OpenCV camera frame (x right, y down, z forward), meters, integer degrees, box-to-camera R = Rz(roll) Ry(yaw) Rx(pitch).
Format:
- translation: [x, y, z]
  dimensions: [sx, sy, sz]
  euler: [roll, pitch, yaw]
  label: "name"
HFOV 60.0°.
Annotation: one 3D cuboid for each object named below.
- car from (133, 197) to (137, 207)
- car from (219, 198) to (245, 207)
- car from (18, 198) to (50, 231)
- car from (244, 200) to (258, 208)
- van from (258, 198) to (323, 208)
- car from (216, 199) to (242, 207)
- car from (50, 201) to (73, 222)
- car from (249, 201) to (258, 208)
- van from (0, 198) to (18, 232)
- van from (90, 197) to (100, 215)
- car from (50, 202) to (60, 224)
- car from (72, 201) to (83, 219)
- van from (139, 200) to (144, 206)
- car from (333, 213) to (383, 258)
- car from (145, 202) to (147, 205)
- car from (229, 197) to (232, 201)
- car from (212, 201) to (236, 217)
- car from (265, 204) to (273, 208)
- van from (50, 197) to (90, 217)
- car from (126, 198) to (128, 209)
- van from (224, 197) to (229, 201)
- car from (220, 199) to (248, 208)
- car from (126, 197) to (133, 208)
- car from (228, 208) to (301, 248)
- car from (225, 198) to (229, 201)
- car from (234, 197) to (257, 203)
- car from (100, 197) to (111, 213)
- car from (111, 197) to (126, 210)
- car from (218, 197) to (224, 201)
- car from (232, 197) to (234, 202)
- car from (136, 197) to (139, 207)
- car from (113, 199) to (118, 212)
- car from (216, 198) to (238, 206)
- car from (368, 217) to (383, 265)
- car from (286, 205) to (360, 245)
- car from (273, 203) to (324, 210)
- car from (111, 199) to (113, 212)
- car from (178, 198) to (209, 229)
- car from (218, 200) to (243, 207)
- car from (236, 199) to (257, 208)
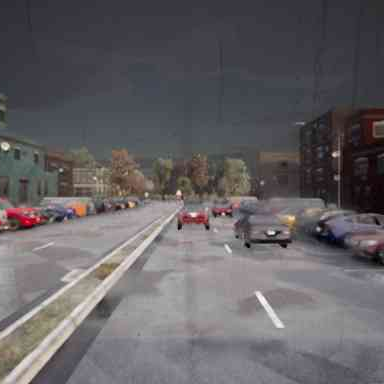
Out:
- translation: [-12.517, 2.088, 57.114]
  dimensions: [5.008, 1.535, 2.097]
  euler: [0, -1, 0]
  label: "car"
- translation: [7.611, 2.043, 63.680]
  dimensions: [4.553, 1.767, 2.185]
  euler: [0, -1, 0]
  label: "car"
- translation: [-12.524, 1.384, 21.115]
  dimensions: [5.566, 2.045, 2.435]
  euler: [0, -1, 0]
  label: "car"
- translation: [7.635, 1.750, 30.591]
  dimensions: [4.892, 1.521, 2.231]
  euler: [0, -1, 0]
  label: "car"
- translation: [7.523, 1.463, 24.956]
  dimensions: [4.442, 1.987, 1.878]
  euler: [0, -1, 0]
  label: "van"
- translation: [7.648, 2.230, 69.192]
  dimensions: [5.008, 1.535, 2.097]
  euler: [0, -1, 0]
  label: "car"
- translation: [-12.518, 1.723, 26.671]
  dimensions: [4.792, 1.488, 2.163]
  euler: [0, -1, 0]
  label: "car"
- translation: [7.635, 1.720, 27.835]
  dimensions: [4.892, 1.521, 2.231]
  euler: [0, -1, 0]
  label: "car"
- translation: [-12.438, 1.383, 18.337]
  dimensions: [4.442, 1.987, 1.878]
  euler: [0, -1, 0]
  label: "van"
- translation: [-12.424, 1.564, 35.009]
  dimensions: [4.442, 1.987, 1.878]
  euler: [0, -1, 0]
  label: "van"
- translation: [-12.544, 1.666, 23.893]
  dimensions: [4.892, 1.521, 2.231]
  euler: [0, -1, 0]
  label: "car"
- translation: [-12.543, 1.763, 29.325]
  dimensions: [4.674, 1.452, 2.002]
  euler: [0, -1, 0]
  label: "car"
- translation: [-12.399, 1.976, 65.456]
  dimensions: [4.442, 1.987, 1.878]
  euler: [0, -1, 0]
  label: "van"
- translation: [7.643, 1.604, 11.292]
  dimensions: [4.674, 1.452, 2.002]
  euler: [0, 0, 0]
  label: "car"
- translation: [-12.479, 2.307, 73.796]
  dimensions: [4.792, 1.488, 2.163]
  euler: [0, 0, 0]
  label: "car"
- translation: [7.673, 1.787, 44.377]
  dimensions: [4.553, 1.767, 2.185]
  euler: [0, -1, 0]
  label: "car"
- translation: [3.095, 1.920, 35.142]
  dimensions: [1.895, 1.301, 4.718]
  euler: [0, -1, 0]
  label: "car"
- translation: [7.638, 1.703, 22.320]
  dimensions: [4.674, 1.452, 2.002]
  euler: [0, -1, 0]
  label: "car"
- translation: [-12.660, 1.531, 32.232]
  dimensions: [4.442, 1.987, 1.878]
  euler: [0, -1, 0]
  label: "van"
- translation: [-12.715, 1.969, 48.902]
  dimensions: [5.366, 1.575, 1.946]
  euler: [0, -1, 0]
  label: "car"
- translation: [7.525, 1.760, 49.892]
  dimensions: [4.442, 1.987, 1.878]
  euler: [0, -1, 0]
  label: "van"
- translation: [7.649, 2.136, 60.917]
  dimensions: [4.892, 1.521, 2.231]
  euler: [0, -1, 0]
  label: "car"
- translation: [-12.556, 1.760, 51.685]
  dimensions: [5.566, 2.045, 2.435]
  euler: [0, -1, 0]
  label: "car"
- translation: [3.106, 1.667, 15.495]
  dimensions: [2.033, 1.411, 5.357]
  euler: [0, -1, 0]
  label: "car"
- translation: [7.647, 1.949, 47.132]
  dimensions: [5.008, 1.535, 2.097]
  euler: [0, -1, 0]
  label: "car"
- translation: [7.610, 1.718, 38.863]
  dimensions: [4.553, 1.767, 2.185]
  euler: [0, -1, 0]
  label: "car"
- translation: [-12.567, 1.573, 37.790]
  dimensions: [5.566, 2.045, 2.435]
  euler: [0, -1, 0]
  label: "car"
- translation: [-12.503, 1.681, 46.001]
  dimensions: [5.566, 2.045, 2.435]
  euler: [0, -1, 0]
  label: "car"
- translation: [7.671, 1.809, 55.407]
  dimensions: [5.566, 2.045, 2.435]
  euler: [0, -1, 0]
  label: "car"
- translation: [7.673, 1.752, 41.620]
  dimensions: [4.553, 1.767, 2.185]
  euler: [0, -1, 0]
  label: "car"
- translation: [-12.551, 2.004, 60.019]
  dimensions: [4.553, 1.767, 2.185]
  euler: [0, -1, 0]
  label: "car"
- translation: [-12.531, 1.935, 43.279]
  dimensions: [4.674, 1.452, 2.002]
  euler: [0, -1, 0]
  label: "car"
- translation: [7.612, 2.131, 71.956]
  dimensions: [4.553, 1.767, 2.185]
  euler: [0, -1, 0]
  label: "car"
- translation: [7.646, 1.542, 8.535]
  dimensions: [5.008, 1.535, 2.097]
  euler: [0, 0, 0]
  label: "car"
- translation: [7.634, 1.612, 16.807]
  dimensions: [4.892, 1.521, 2.231]
  euler: [0, -1, 0]
  label: "car"
- translation: [7.826, 1.634, 19.563]
  dimensions: [5.366, 1.575, 1.946]
  euler: [0, -1, 0]
  label: "car"
- translation: [-12.534, 1.900, 40.565]
  dimensions: [4.674, 1.452, 2.002]
  euler: [0, -1, 0]
  label: "car"
- translation: [0.102, 1.549, 23.503]
  dimensions: [2.097, 1.767, 4.553]
  euler: [0, 0, 0]
  label: "car"
- translation: [7.640, 2.240, 66.436]
  dimensions: [4.674, 1.452, 2.002]
  euler: [0, -1, 0]
  label: "car"
- translation: [7.635, 1.812, 36.105]
  dimensions: [4.892, 1.521, 2.231]
  euler: [0, -1, 0]
  label: "car"
